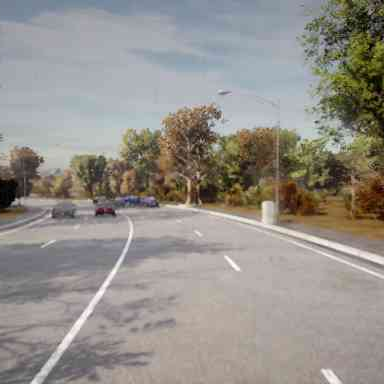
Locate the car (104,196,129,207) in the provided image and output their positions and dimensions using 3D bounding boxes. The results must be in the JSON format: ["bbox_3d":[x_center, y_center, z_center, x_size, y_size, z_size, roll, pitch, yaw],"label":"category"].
[{"bbox_3d":[-11.416,1.506,50.043,1.812,1.442,4.674,-2,1,-27],"label":"car"}]

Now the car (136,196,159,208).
[{"bbox_3d":[-5.983,1.392,46.427,1.812,1.442,4.674,-2,1,-24],"label":"car"}]

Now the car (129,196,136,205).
[{"bbox_3d":[-10.172,1.367,55.484,1.882,1.535,5.008,-2,1,-29],"label":"car"}]

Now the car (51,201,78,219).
[{"bbox_3d":[-11.518,1.593,30.239,1.837,1.490,4.892,-1,0,-15],"label":"car"}]

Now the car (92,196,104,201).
[{"bbox_3d":[-16.561,1.536,59.839,2.128,1.511,4.902,-2,1,-31],"label":"car"}]

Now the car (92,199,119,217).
[{"bbox_3d":[-8.341,1.617,31.932,1.895,1.301,4.718,-1,0,-15],"label":"car"}]
